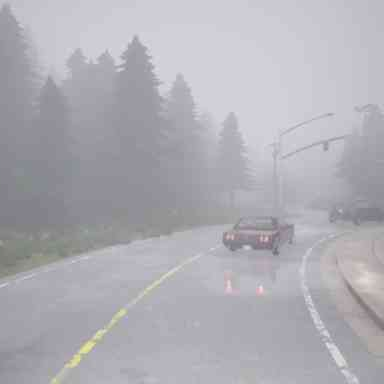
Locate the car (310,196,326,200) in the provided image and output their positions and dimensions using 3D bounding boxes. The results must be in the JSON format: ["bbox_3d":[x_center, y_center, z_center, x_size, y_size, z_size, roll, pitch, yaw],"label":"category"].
[{"bbox_3d":[24.067,1.558,62.845,4.674,1.442,1.812,0,0,-42],"label":"car"}]

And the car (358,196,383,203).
[{"bbox_3d":[39.248,1.558,73.188,5.357,1.411,2.033,0,0,-25],"label":"car"}]

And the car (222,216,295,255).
[{"bbox_3d":[2.879,1.614,13.411,1.895,1.301,4.718,0,0,26],"label":"car"}]

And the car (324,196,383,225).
[{"bbox_3d":[11.926,1.364,23.979,4.553,1.767,2.097,0,0,-35],"label":"car"}]

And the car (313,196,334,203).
[{"bbox_3d":[27.633,1.520,69.807,4.674,1.442,1.812,0,0,-36],"label":"car"}]
